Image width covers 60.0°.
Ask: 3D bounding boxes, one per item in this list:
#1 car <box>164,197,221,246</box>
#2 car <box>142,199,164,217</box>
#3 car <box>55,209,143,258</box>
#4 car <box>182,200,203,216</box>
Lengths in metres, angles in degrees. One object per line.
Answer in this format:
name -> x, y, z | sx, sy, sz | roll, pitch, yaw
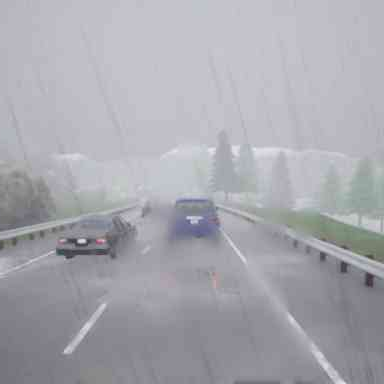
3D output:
car -> 0.096, 1.253, 15.537 | 2.150, 2.045, 5.566 | 0, 0, 0
car -> -3.476, 1.416, 31.611 | 2.097, 1.767, 4.553 | 0, 0, -1
car -> -3.404, 1.573, 12.787 | 2.033, 1.411, 5.357 | 0, 0, 0
car -> -0.051, 1.619, 35.501 | 2.033, 1.411, 5.357 | 0, 0, -2
